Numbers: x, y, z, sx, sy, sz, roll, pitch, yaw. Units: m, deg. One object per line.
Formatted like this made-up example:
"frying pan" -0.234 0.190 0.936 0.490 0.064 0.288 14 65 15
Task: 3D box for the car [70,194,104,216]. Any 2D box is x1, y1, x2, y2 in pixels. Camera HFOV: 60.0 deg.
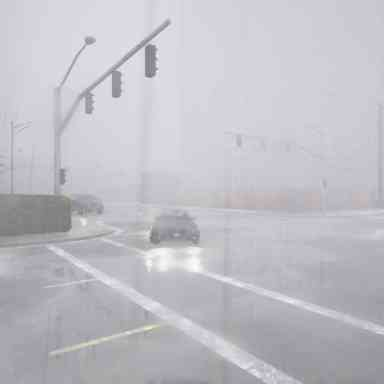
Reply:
"car" -10.684 1.221 33.232 2.150 2.045 5.566 0 0 -35

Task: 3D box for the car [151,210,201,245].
"car" -0.754 1.564 15.529 1.994 1.385 4.181 0 0 -4

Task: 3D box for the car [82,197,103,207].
"car" -15.991 1.564 53.304 1.994 1.385 4.181 0 0 -35
